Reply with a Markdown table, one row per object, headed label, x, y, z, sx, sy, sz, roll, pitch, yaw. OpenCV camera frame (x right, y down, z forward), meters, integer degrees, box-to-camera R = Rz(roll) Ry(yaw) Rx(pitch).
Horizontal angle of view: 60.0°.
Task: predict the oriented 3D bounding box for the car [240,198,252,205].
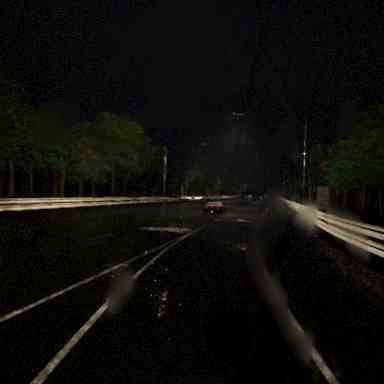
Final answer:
| label | x | y | z | sx | sy | sz | roll | pitch | yaw |
| --- | --- | --- | --- | --- | --- | --- | --- | --- | --- |
| car | 11.992 | 2.085 | 75.510 | 1.994 | 1.385 | 4.181 | 2 | 0 | 14 |

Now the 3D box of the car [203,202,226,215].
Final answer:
| label | x | y | z | sx | sy | sz | roll | pitch | yaw |
| --- | --- | --- | --- | --- | --- | --- | --- | --- | --- |
| car | 2.631 | 1.750 | 37.013 | 1.895 | 1.301 | 4.718 | 2 | 0 | 14 |
